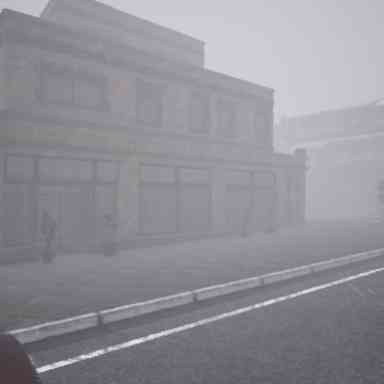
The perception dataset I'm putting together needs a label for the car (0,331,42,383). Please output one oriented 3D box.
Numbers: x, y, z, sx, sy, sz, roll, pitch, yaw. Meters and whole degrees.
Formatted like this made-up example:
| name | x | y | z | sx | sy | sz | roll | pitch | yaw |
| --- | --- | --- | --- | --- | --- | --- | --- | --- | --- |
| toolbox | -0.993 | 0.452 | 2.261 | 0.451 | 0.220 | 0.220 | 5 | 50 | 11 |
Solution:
| name | x | y | z | sx | sy | sz | roll | pitch | yaw |
| --- | --- | --- | --- | --- | --- | --- | --- | --- | --- |
| car | -2.947 | 1.573 | 1.591 | 4.181 | 1.385 | 1.994 | 0 | 0 | -35 |
